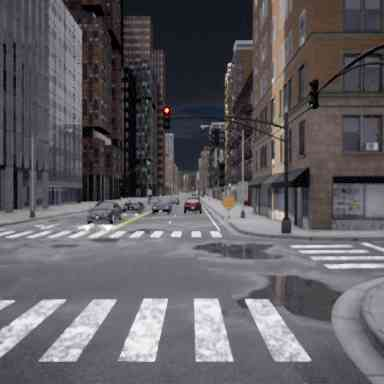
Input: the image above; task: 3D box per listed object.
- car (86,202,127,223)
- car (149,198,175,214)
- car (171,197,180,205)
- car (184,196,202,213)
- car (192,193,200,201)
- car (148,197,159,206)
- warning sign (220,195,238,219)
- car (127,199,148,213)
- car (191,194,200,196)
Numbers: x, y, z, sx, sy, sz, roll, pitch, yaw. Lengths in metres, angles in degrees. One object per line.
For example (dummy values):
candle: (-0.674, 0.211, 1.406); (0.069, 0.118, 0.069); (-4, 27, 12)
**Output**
car: (-6.603, 1.527, 25.548); (1.837, 1.490, 4.892); (0, 0, 0)
car: (-3.155, 1.635, 35.923); (1.895, 1.301, 4.718); (0, 0, 0)
car: (-3.187, 1.611, 59.133); (2.033, 1.411, 5.357); (0, 0, 0)
car: (0.095, 1.514, 37.863); (1.882, 1.535, 5.008); (0, 0, 0)
car: (0.963, 1.334, 85.780); (2.150, 2.045, 5.566); (0, 0, 0)
car: (-6.530, 1.554, 57.465); (2.128, 1.511, 4.902); (0, 0, 0)
warning sign: (2.850, 1.138, 25.746); (1.300, 1.860, 1.060); (0, 0, 0)
car: (-6.606, 1.601, 37.703); (1.994, 1.385, 4.181); (0, 0, 0)
car: (0.075, 1.573, 62.268); (1.837, 1.490, 4.892); (0, 0, 0)
